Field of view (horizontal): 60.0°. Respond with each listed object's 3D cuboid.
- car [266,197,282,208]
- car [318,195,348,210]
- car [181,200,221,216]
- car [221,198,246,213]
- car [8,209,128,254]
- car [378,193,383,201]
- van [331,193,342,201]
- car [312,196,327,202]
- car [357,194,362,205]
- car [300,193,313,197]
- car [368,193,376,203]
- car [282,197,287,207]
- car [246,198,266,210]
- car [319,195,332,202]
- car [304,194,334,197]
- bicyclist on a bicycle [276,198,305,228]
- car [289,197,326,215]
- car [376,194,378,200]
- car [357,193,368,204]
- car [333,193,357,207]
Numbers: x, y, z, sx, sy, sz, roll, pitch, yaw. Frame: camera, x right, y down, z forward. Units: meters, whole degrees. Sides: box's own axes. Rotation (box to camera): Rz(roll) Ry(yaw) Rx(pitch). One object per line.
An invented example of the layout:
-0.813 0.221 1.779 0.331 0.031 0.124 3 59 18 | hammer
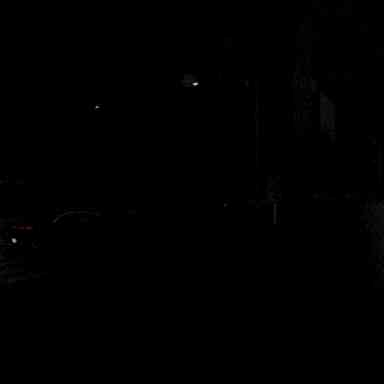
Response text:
10.175 1.427 45.429 1.752 1.417 4.829 0 0 35 | car
17.275 1.378 40.708 1.887 1.381 4.507 0 0 35 | car
0.636 1.525 31.663 1.802 1.307 4.206 0 0 35 | car
3.847 1.367 36.298 1.967 1.590 4.097 0 0 35 | car
-4.728 1.447 13.462 2.128 1.511 4.902 -1 0 35 | car
42.969 1.360 77.785 1.802 1.307 4.206 -1 0 35 | car
35.967 1.187 82.653 1.690 1.788 3.998 -1 0 35 | van
26.333 1.419 68.746 1.947 1.339 4.313 0 0 35 | car
23.698 1.379 49.977 1.947 1.339 4.313 0 0 35 | car
19.908 1.416 59.475 1.887 1.381 4.507 0 0 35 | car
33.333 1.100 63.883 2.192 1.841 5.009 0 0 35 | car
13.484 1.456 50.205 1.947 1.339 4.313 0 0 35 | car
7.060 1.495 40.934 1.802 1.307 4.206 0 0 35 | car
29.545 1.428 73.380 1.802 1.307 4.206 0 0 35 | car
17.421 1.338 45.431 2.128 1.511 4.902 -1 0 35 | car
5.379 1.177 18.341 1.656 1.620 0.582 -1 0 35 | bicyclist on a bicycle
10.852 1.425 31.438 1.947 1.339 4.313 0 0 35 | car
36.642 1.303 68.656 1.752 1.417 4.829 -1 0 35 | car
26.909 1.118 54.613 2.192 1.841 5.009 0 0 35 | car
20.486 1.137 45.344 2.192 1.841 5.009 0 0 35 | car
